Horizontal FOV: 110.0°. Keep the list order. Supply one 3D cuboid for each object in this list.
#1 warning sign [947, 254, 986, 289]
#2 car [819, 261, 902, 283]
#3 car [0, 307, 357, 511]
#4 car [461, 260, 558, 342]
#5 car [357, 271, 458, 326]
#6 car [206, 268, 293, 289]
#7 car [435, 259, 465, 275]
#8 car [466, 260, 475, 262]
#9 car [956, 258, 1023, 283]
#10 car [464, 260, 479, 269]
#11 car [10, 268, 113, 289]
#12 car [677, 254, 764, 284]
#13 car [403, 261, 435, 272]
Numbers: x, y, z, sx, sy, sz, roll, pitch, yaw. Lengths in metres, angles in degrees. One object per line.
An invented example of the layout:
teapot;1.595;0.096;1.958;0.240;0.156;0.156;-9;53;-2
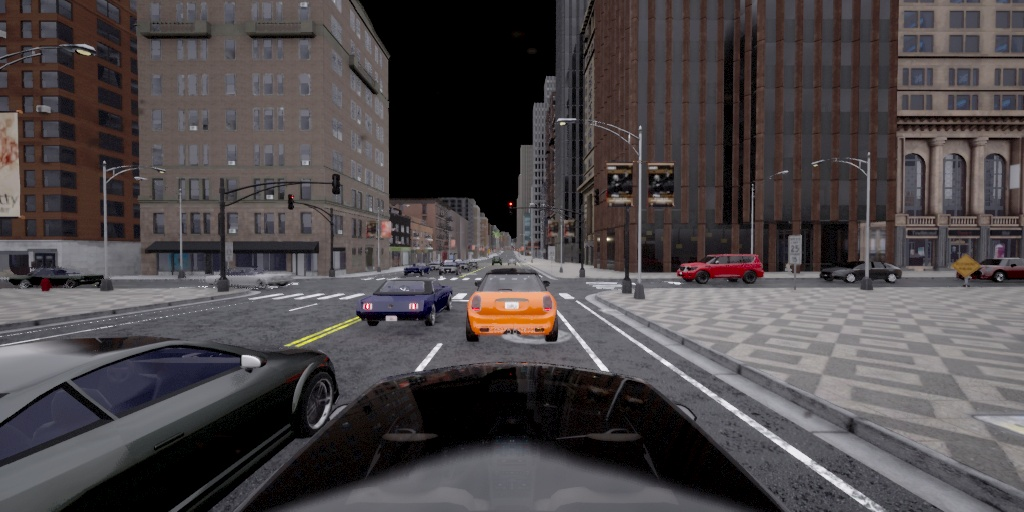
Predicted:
warning sign;25.173;0.827;19.872;1.060;1.860;1.300;0;0;0
car;24.888;1.119;25.673;4.892;1.490;1.837;0;1;0
car;-3.158;1.314;2.790;1.994;1.385;4.181;0;0;1
car;0.007;1.101;9.959;2.097;1.767;4.553;0;0;0
car;-3.152;1.350;11.610;1.895;1.301;4.718;0;0;0
car;-16.821;1.424;23.122;4.718;1.301;1.895;0;1;7
car;-6.610;1.331;38.845;1.994;1.385;4.181;0;0;0
car;-6.613;1.338;48.804;1.994;1.385;4.181;0;0;0
car;35.007;0.926;25.706;4.553;1.767;2.097;0;1;0
car;-6.598;1.343;58.824;1.994;1.385;4.181;0;0;0
car;-29.559;1.468;23.646;4.718;1.301;1.895;0;1;0
car;14.833;0.876;25.633;5.566;2.045;2.150;0;1;0
car;-9.861;1.367;37.637;1.895;1.301;4.718;0;0;0
